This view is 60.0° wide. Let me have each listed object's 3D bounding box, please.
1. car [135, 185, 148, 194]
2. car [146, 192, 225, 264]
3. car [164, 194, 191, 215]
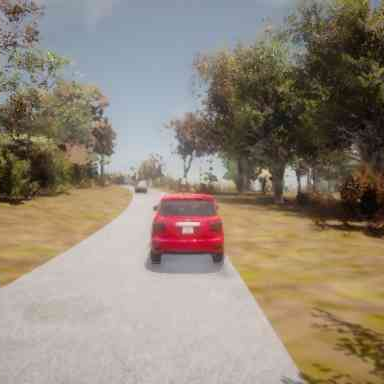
[{"bbox_3d":[-7.843,-0.429,51.310,1.895,1.301,4.718,1,3,-11],"label":"car"},{"bbox_3d":[-0.200,1.075,11.542,2.150,2.045,5.566,0,1,-2],"label":"car"},{"bbox_3d":[-1.273,0.960,26.840,1.895,1.301,4.718,1,2,-5],"label":"car"}]
